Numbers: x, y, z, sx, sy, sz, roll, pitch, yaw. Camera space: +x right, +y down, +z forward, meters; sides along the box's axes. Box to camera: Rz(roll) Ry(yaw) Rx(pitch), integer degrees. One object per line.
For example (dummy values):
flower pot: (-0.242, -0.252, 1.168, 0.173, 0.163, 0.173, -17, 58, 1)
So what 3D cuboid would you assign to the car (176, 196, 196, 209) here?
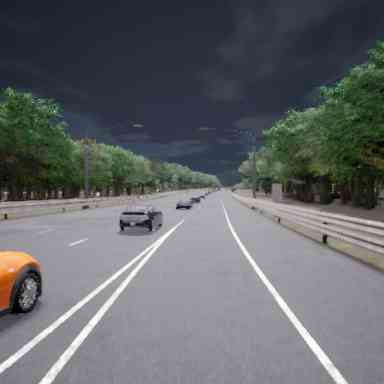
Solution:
car: (-0.941, 1.556, 44.860, 1.994, 1.385, 4.181, 0, 0, 5)

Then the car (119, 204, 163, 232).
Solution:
car: (-2.925, 1.485, 19.916, 2.128, 1.511, 4.902, 0, 0, 5)

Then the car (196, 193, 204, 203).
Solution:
car: (0.726, 1.426, 65.836, 1.882, 1.535, 5.008, 0, 0, 5)

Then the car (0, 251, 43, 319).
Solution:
car: (-4.127, 1.343, 4.786, 2.097, 1.767, 4.553, 0, 0, 5)

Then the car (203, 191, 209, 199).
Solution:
car: (2.956, 1.151, 93.872, 1.895, 1.301, 4.718, 0, 1, 5)
